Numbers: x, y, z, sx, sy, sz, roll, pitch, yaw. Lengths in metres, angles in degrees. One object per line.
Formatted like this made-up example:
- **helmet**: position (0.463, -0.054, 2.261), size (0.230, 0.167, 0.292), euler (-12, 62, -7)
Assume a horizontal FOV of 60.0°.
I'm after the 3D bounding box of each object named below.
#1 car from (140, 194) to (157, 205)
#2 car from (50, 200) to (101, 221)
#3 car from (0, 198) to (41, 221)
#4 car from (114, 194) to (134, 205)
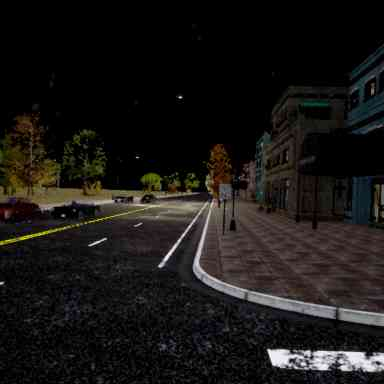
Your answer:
- **car**: position (-6.321, 1.127, 49.008), size (1.837, 1.490, 4.892), euler (2, 0, 4)
- **car**: position (-8.183, 1.233, 23.762), size (1.895, 1.301, 4.718), euler (2, 0, 4)
- **car**: position (-11.595, 1.063, 21.500), size (1.994, 1.385, 4.181), euler (2, 0, 4)
- **car**: position (-9.681, 0.977, 47.719), size (2.128, 1.511, 4.902), euler (2, 0, 5)
